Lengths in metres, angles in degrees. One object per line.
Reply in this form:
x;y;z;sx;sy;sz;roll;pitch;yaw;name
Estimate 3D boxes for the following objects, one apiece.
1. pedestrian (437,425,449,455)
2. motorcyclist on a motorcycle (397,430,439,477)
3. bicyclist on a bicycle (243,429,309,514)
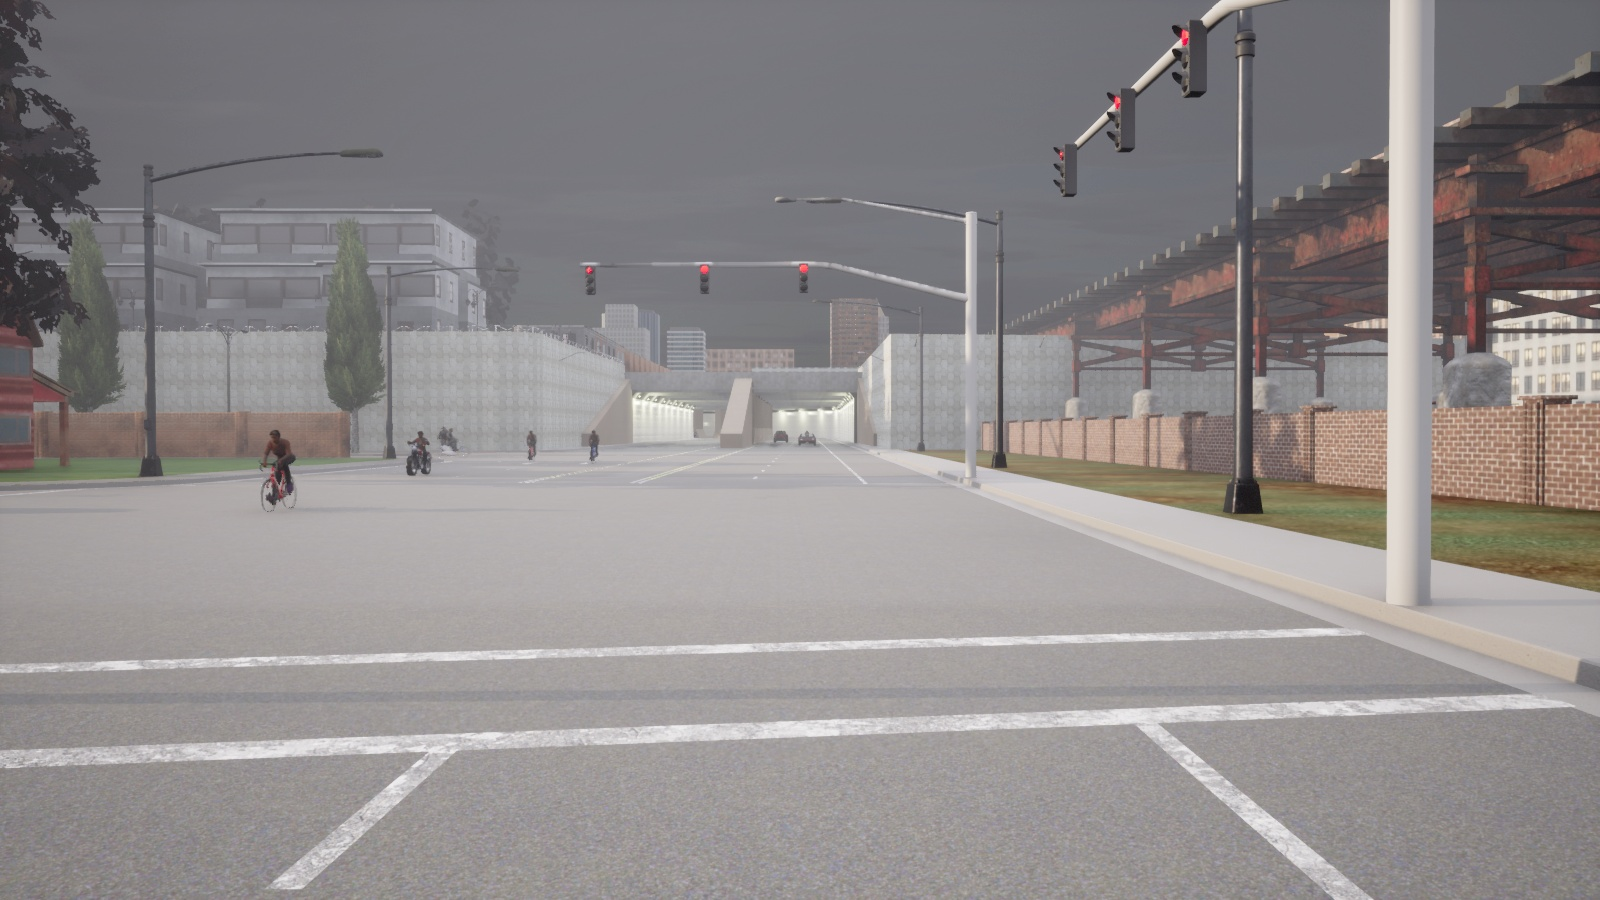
-21.970;-0.613;77.306;0.563;1.883;0.849;0;1;-8;pedestrian
-13.734;0.094;45.241;0.766;1.649;2.350;0;1;0;motorcyclist on a motorcycle
-10.347;0.407;24.851;0.582;1.620;1.656;0;1;0;bicyclist on a bicycle
